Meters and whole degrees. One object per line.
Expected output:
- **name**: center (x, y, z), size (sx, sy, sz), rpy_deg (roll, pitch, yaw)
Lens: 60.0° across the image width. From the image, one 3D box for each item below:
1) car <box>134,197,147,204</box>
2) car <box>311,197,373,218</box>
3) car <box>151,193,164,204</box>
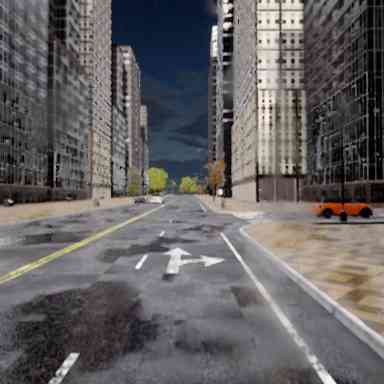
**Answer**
- **car**: center (-9.769, 1.621, 63.518), size (2.033, 1.411, 5.357), rpy_deg (0, 0, 0)
- **car**: center (12.240, 1.198, 27.167), size (4.553, 1.767, 2.097), rpy_deg (-1, -1, -1)
- **car**: center (-6.525, 1.295, 63.477), size (2.150, 2.045, 5.566), rpy_deg (0, 0, 1)
